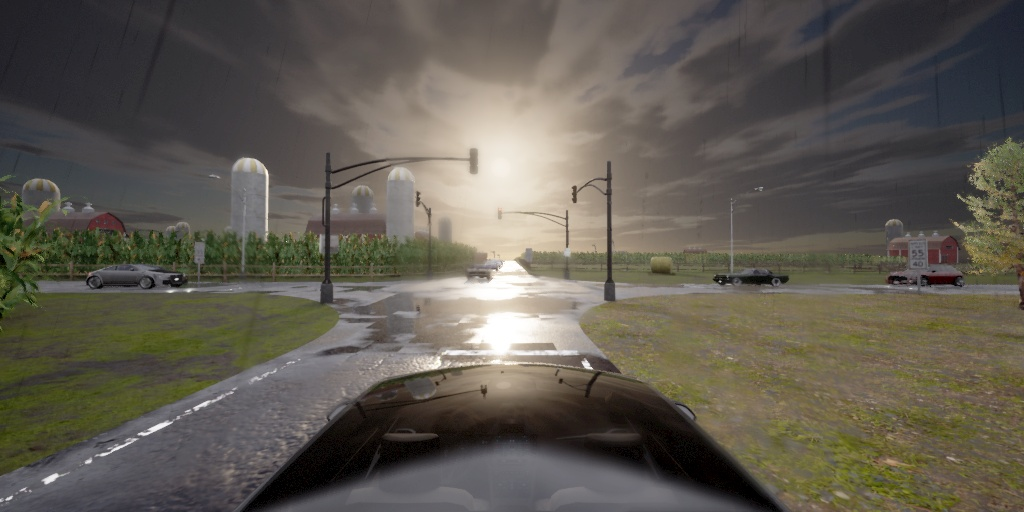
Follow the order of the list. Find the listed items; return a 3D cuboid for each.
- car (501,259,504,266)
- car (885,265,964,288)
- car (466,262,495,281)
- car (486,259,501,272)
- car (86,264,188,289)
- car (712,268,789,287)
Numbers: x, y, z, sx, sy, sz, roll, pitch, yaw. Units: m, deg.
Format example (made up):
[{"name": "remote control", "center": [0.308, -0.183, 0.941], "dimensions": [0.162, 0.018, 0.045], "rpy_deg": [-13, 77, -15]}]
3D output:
[{"name": "car", "center": [-2.845, 1.344, 63.194], "dimensions": [1.812, 1.442, 4.674], "rpy_deg": [0, 0, 0]}, {"name": "car", "center": [31.330, 1.446, 27.321], "dimensions": [4.553, 1.767, 2.097], "rpy_deg": [0, -1, -4]}, {"name": "car", "center": [-2.677, 1.369, 30.094], "dimensions": [1.895, 1.301, 4.718], "rpy_deg": [0, 0, 0]}, {"name": "car", "center": [-2.830, 1.319, 48.705], "dimensions": [1.812, 1.442, 4.674], "rpy_deg": [0, 0, 0]}, {"name": "car", "center": [-20.960, 1.117, 20.166], "dimensions": [4.181, 1.385, 1.994], "rpy_deg": [0, -1, -3]}, {"name": "car", "center": [17.410, 1.566, 26.318], "dimensions": [4.718, 1.301, 1.895], "rpy_deg": [1, -1, -4]}]
